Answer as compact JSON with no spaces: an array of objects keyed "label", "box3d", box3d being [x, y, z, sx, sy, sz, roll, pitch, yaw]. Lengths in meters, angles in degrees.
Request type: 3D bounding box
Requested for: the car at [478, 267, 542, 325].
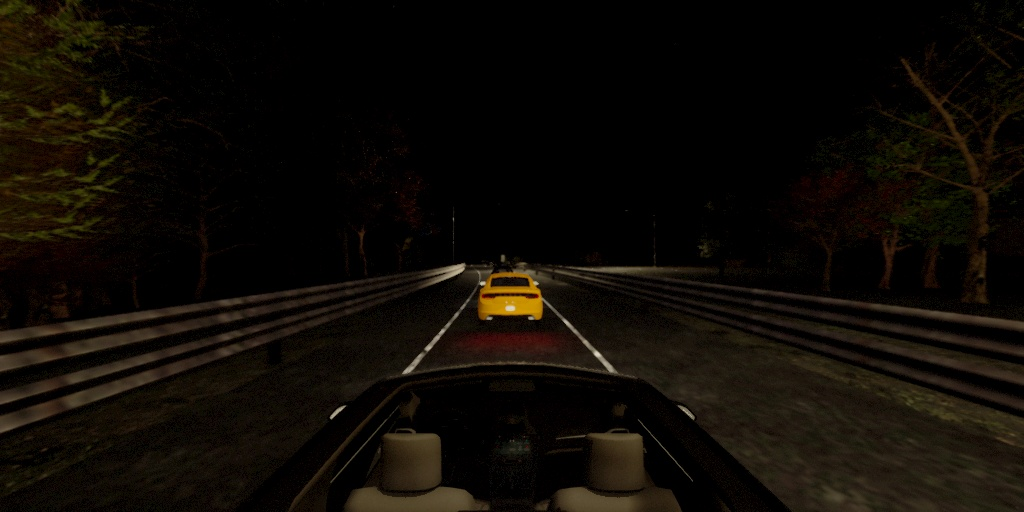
[{"label":"car","box3d":[-0.092,1.314,12.298,1.882,1.535,5.008,0,-1,-1]}]
